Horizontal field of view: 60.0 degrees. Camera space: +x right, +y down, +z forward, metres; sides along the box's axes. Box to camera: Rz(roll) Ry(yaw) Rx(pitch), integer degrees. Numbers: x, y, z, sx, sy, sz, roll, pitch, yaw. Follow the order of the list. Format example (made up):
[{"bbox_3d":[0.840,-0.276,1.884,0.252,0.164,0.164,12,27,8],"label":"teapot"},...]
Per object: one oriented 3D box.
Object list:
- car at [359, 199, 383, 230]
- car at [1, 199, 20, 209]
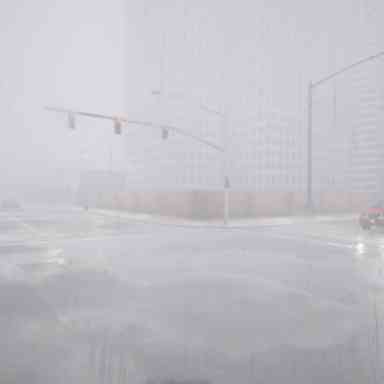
[{"bbox_3d":[13.360,1.467,21.905,5.566,2.045,2.150,1,0,-34],"label":"car"},{"bbox_3d":[-25.355,1.629,46.454,1.994,1.385,4.181,1,0,-35],"label":"car"}]
